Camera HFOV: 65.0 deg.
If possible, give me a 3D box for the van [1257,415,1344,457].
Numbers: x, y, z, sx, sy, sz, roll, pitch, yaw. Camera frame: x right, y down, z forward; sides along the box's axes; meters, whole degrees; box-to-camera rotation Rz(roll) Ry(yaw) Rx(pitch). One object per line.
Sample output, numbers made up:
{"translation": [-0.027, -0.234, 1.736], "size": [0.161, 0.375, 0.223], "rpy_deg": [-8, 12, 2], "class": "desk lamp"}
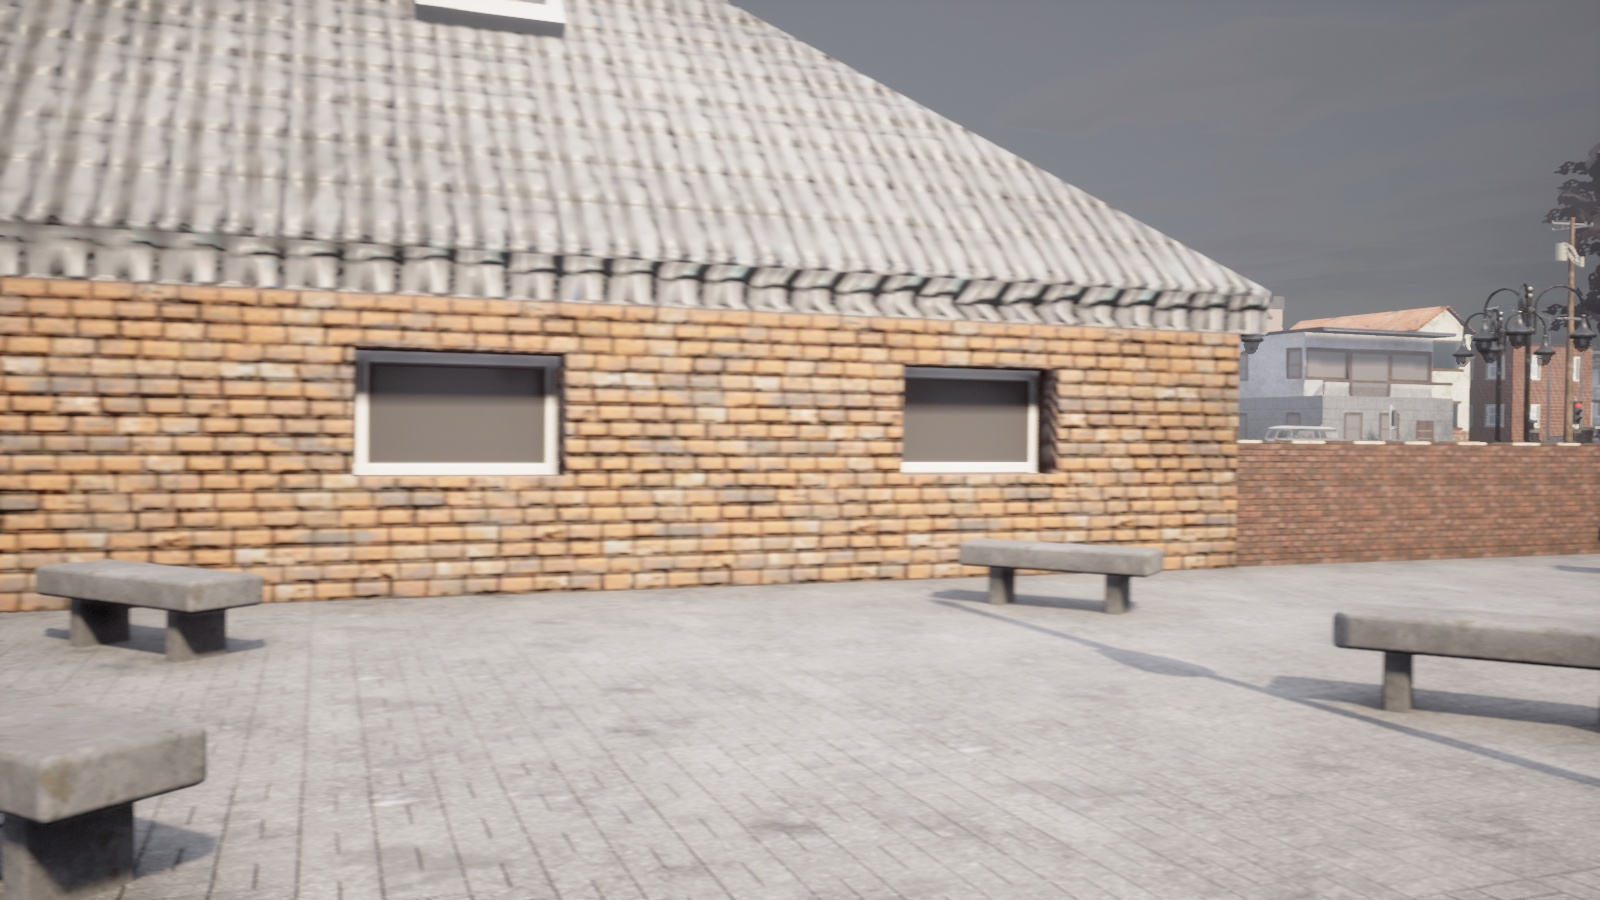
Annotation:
{"translation": [24.136, -0.696, 60.554], "size": [4.442, 1.987, 1.775], "rpy_deg": [-1, 1, -36], "class": "van"}
